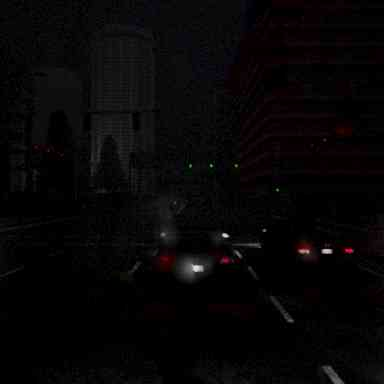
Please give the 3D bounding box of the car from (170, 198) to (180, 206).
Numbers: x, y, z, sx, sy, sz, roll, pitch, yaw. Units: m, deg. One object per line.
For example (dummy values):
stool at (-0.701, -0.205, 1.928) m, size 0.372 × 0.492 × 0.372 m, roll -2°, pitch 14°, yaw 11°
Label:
car at (-3.473, 2.072, 68.505) m, size 1.812 × 1.442 × 4.674 m, roll 0°, pitch 0°, yaw 0°

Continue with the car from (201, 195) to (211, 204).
car at (3.531, 2.120, 78.436) m, size 1.837 × 1.490 × 4.892 m, roll 0°, pitch 0°, yaw 0°

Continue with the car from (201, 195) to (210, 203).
car at (3.535, 1.912, 88.322) m, size 2.150 × 2.045 × 5.566 m, roll 0°, pitch 0°, yaw 0°

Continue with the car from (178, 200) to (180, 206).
car at (-3.547, 1.819, 58.527) m, size 2.097 × 1.767 × 4.553 m, roll 0°, pitch 0°, yaw 0°

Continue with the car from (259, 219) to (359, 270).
car at (3.620, 1.639, 11.315) m, size 2.033 × 1.411 × 5.357 m, roll 0°, pitch 0°, yaw 1°

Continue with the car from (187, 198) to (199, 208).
car at (0.115, 2.015, 56.519) m, size 1.994 × 1.385 × 4.181 m, roll 0°, pitch 0°, yaw 0°

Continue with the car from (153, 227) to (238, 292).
car at (0.083, 1.639, 9.200) m, size 1.994 × 1.385 × 4.181 m, roll 0°, pitch 0°, yaw 0°

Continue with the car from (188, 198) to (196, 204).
car at (0.032, 2.132, 79.133) m, size 1.837 × 1.490 × 4.892 m, roll 0°, pitch 0°, yaw 0°

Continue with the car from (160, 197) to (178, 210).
car at (-3.576, 1.880, 48.602) m, size 2.128 × 1.511 × 4.902 m, roll 0°, pitch 0°, yaw 0°
